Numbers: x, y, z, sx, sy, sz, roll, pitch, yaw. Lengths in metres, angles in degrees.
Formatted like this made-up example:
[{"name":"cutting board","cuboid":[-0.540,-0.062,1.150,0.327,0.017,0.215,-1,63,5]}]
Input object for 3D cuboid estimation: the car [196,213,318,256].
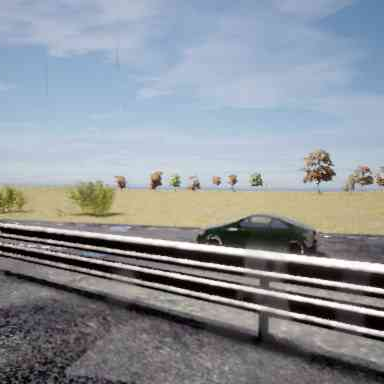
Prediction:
[{"name":"car","cuboid":[2.262,1.460,11.830,4.181,1.385,1.994,0,0,22]}]
